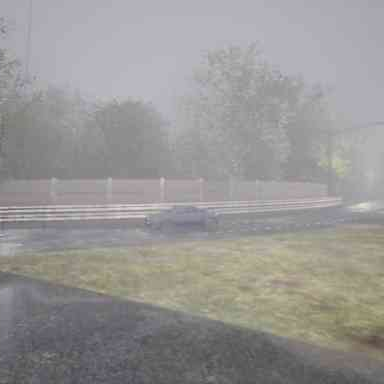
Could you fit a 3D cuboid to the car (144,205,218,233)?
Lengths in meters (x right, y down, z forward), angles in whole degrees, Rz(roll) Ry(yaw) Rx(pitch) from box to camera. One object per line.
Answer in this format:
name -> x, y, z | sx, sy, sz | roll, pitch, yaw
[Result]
car -> -0.606, 1.472, 18.940 | 4.181, 1.385, 1.994 | -1, 0, -25
